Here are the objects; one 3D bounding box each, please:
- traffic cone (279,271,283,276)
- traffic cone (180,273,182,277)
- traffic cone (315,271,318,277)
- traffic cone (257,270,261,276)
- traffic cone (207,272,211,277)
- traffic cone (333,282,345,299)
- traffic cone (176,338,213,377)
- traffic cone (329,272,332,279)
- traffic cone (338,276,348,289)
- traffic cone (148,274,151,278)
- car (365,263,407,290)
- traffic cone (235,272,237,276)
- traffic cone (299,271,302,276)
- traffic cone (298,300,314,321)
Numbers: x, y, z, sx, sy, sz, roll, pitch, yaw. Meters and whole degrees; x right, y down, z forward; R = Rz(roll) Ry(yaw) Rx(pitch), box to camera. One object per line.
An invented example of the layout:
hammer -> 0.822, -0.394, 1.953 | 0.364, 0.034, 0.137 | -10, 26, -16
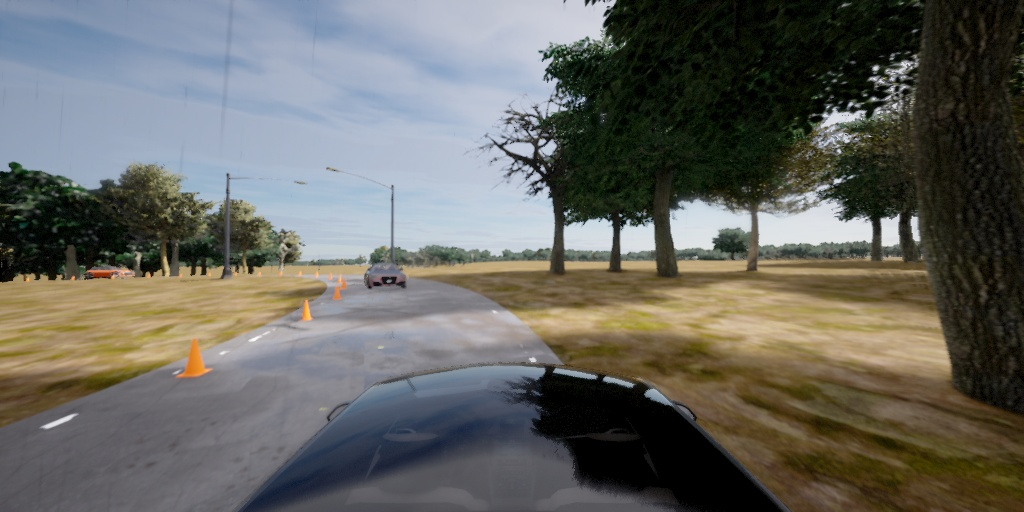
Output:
traffic cone -> -24.114, 1.750, 37.420 | 0.340, 0.580, 0.340 | 0, 0, 35
traffic cone -> -41.338, 2.354, 44.778 | 0.340, 0.580, 0.340 | 0, 0, 11
traffic cone -> -17.016, 1.560, 31.228 | 0.340, 0.580, 0.340 | 0, 0, -43
traffic cone -> -28.107, 1.882, 39.927 | 0.340, 0.580, 0.340 | 0, 0, 29
traffic cone -> -36.767, 2.203, 43.626 | 0.340, 0.580, 0.340 | 0, 0, 17
traffic cone -> -7.383, 1.520, 15.148 | 0.340, 0.580, 0.340 | 0, 0, -19
traffic cone -> -5.266, 1.658, 5.960 | 0.340, 0.580, 0.340 | 0, 0, -7
traffic cone -> -13.991, 1.506, 27.609 | 0.340, 0.580, 0.340 | 0, 0, -37
traffic cone -> -9.148, 1.484, 19.525 | 0.340, 0.580, 0.340 | 0, 0, -25
traffic cone -> -46.005, 2.492, 45.448 | 0.340, 0.580, 0.340 | 0, 0, 5
car -> -7.254, 1.108, 20.488 | 1.994, 1.385, 4.181 | 0, 0, -26
traffic cone -> -32.340, 2.039, 42.003 | 0.340, 0.580, 0.340 | 0, 0, 23
traffic cone -> -20.403, 1.642, 34.510 | 0.340, 0.580, 0.340 | 0, 0, 41
traffic cone -> -6.085, 1.585, 10.609 | 0.340, 0.580, 0.340 | 0, 0, -13
